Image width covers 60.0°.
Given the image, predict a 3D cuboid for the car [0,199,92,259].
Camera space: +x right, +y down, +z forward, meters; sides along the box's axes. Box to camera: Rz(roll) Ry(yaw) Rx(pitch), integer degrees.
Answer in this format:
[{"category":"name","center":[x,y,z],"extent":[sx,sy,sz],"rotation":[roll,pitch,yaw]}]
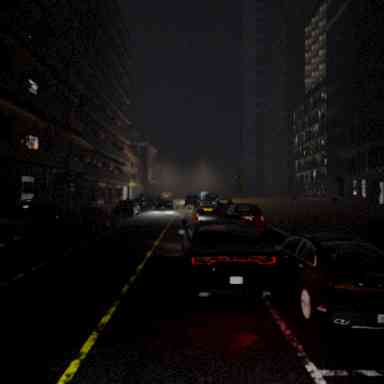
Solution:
[{"category":"car","center":[-5.671,1.224,12.352],"extent":[2.192,1.841,5.009],"rotation":[1,0,0]}]

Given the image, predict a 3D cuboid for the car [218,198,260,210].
[{"category":"car","center":[2.710,1.308,17.918],"extent":[1.967,1.590,4.097],"rotation":[1,0,0]}]

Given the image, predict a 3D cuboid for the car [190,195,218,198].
[{"category":"car","center":[0.910,1.275,24.656],"extent":[1.801,1.575,5.366],"rotation":[0,0,0]}]

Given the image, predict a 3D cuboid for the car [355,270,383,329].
[{"category":"car","center":[2.701,1.541,1.211],"extent":[2.008,1.369,4.403],"rotation":[1,0,0]}]

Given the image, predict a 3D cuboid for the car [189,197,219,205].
[{"category":"car","center":[0.888,1.319,18.656],"extent":[1.801,1.575,5.366],"rotation":[0,0,0]}]

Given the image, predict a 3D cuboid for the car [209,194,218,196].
[{"category":"car","center":[2.715,1.228,29.057],"extent":[1.967,1.590,4.097],"rotation":[1,0,0]}]

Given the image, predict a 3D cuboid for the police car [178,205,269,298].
[{"category":"police car","center":[0.687,1.361,8.562],"extent":[1.930,1.638,5.238],"rotation":[0,0,-2]}]

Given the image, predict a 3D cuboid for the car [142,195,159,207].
[{"category":"car","center":[-5.660,1.195,45.601],"extent":[1.752,1.417,4.829],"rotation":[1,0,0]}]

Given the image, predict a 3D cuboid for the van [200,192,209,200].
[{"category":"van","center":[2.734,0.812,73.613],"extent":[1.690,1.788,3.998],"rotation":[1,0,0]}]

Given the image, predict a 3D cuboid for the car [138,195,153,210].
[{"category":"car","center":[-5.665,1.299,34.632],"extent":[2.008,1.369,4.403],"rotation":[1,0,0]}]

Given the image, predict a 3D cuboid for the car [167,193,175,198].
[{"category":"car","center":[-5.642,0.901,90.327],"extent":[1.887,1.381,4.507],"rotation":[1,0,0]}]

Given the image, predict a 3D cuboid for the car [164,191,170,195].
[{"category":"car","center":[-5.653,1.076,62.310],"extent":[1.752,1.417,4.829],"rotation":[1,0,0]}]

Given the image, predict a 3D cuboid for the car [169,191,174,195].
[{"category":"car","center":[-5.645,0.787,73.617],"extent":[2.192,1.841,5.009],"rotation":[1,0,0]}]

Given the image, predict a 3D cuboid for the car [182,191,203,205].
[{"category":"car","center":[0.053,1.019,45.804],"extent":[2.097,1.767,4.553],"rotation":[0,0,0]}]

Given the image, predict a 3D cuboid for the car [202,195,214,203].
[{"category":"car","center":[2.724,1.171,56.905],"extent":[1.802,1.307,4.206],"rotation":[1,0,0]}]

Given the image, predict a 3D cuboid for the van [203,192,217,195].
[{"category":"van","center":[2.723,1.009,45.766],"extent":[1.690,1.788,3.998],"rotation":[1,0,0]}]

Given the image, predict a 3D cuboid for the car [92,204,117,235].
[{"category":"car","center":[-5.672,1.413,17.923],"extent":[1.887,1.381,4.507],"rotation":[1,0,0]}]

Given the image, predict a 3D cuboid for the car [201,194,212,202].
[{"category":"car","center":[2.727,1.074,62.644],"extent":[1.752,1.417,4.829],"rotation":[1,0,0]}]

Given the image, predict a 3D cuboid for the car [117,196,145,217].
[{"category":"car","center":[-5.668,1.354,29.062],"extent":[1.947,1.339,4.313],"rotation":[1,0,0]}]

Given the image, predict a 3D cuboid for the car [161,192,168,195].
[{"category":"car","center":[-5.656,1.140,56.909],"extent":[2.008,1.369,4.403],"rotation":[1,0,0]}]

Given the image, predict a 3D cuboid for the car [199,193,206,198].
[{"category":"car","center":[2.738,0.880,90.492],"extent":[1.752,1.417,4.829],"rotation":[1,0,0]}]

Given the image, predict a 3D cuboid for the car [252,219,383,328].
[{"category":"car","center":[2.704,1.500,6.779],"extent":[2.008,1.369,4.403],"rotation":[1,0,0]}]

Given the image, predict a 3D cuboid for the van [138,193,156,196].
[{"category":"van","center":[-5.659,1.049,40.201],"extent":[1.690,1.788,3.998],"rotation":[1,0,0]}]

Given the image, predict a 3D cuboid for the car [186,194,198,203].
[{"category":"car","center":[0.024,1.068,58.748],"extent":[2.128,1.511,4.902],"rotation":[0,0,0]}]

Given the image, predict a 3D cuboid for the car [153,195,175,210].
[{"category":"car","center":[-3.066,1.329,37.449],"extent":[1.895,1.301,4.718],"rotation":[0,0,0]}]
